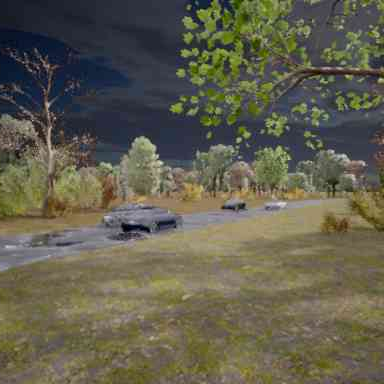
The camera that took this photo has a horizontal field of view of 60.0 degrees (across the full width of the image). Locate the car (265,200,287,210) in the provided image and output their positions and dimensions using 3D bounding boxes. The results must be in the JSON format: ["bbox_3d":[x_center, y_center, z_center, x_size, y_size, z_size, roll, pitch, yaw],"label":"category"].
[{"bbox_3d":[11.369,1.668,44.887,1.895,1.301,4.718,0,0,29],"label":"car"}]

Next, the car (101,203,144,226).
[{"bbox_3d":[-4.125,1.519,22.932,2.128,1.511,4.902,0,0,28],"label":"car"}]

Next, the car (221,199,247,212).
[{"bbox_3d":[5.090,1.538,39.890,1.882,1.535,5.008,0,0,29],"label":"car"}]

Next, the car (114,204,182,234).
[{"bbox_3d":[-2.269,1.583,19.604,1.994,1.385,4.181,0,0,28],"label":"car"}]
